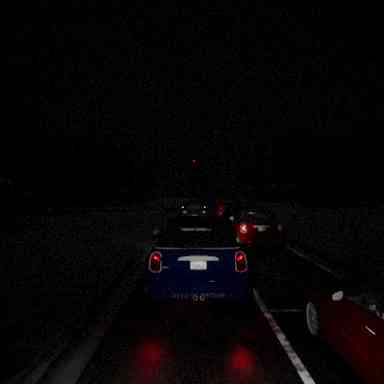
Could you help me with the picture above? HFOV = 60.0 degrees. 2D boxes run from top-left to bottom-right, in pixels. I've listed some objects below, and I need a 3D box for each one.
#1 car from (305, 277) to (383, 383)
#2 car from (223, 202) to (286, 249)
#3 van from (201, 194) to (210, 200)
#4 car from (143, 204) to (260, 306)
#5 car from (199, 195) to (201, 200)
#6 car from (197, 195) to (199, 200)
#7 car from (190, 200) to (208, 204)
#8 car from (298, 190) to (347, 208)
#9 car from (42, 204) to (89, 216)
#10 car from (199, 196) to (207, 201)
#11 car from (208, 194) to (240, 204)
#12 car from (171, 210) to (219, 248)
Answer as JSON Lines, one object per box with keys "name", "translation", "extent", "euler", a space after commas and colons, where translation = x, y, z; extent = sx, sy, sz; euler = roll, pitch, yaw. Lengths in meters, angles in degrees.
{"name": "car", "translation": [2.635, 1.580, 3.696], "extent": [1.802, 1.307, 4.206], "euler": [-1, 0, 0]}
{"name": "car", "translation": [2.651, 1.435, 14.501], "extent": [1.967, 1.590, 4.097], "euler": [-1, 0, 0]}
{"name": "van", "translation": [2.709, 1.358, 51.668], "extent": [1.690, 1.788, 3.998], "euler": [-1, 0, 0]}
{"name": "car", "translation": [0.084, 1.348, 8.166], "extent": [2.097, 1.767, 4.553], "euler": [0, 0, -1]}
{"name": "car", "translation": [2.718, 1.340, 57.074], "extent": [2.192, 1.841, 5.009], "euler": [-1, 0, 0]}
{"name": "car", "translation": [2.756, 1.618, 78.699], "extent": [2.008, 1.369, 4.403], "euler": [-1, 0, 0]}
{"name": "car", "translation": [0.144, 1.560, 25.602], "extent": [1.994, 1.385, 4.181], "euler": [0, 0, -1]}
{"name": "car", "translation": [15.671, 0.780, 39.982], "extent": [5.566, 2.045, 2.150], "euler": [-1, 1, 0]}
{"name": "car", "translation": [-14.004, 1.964, 37.062], "extent": [4.718, 1.301, 1.895], "euler": [-2, 1, 0]}
{"name": "car", "translation": [2.765, 1.625, 84.106], "extent": [1.887, 1.381, 4.507], "euler": [-1, 0, 0]}
{"name": "car", "translation": [2.667, 1.311, 25.306], "extent": [2.192, 1.841, 5.009], "euler": [-1, 0, 0]}
{"name": "car", "translation": [0.120, 1.595, 15.590], "extent": [1.895, 1.301, 4.718], "euler": [0, 0, 0]}
